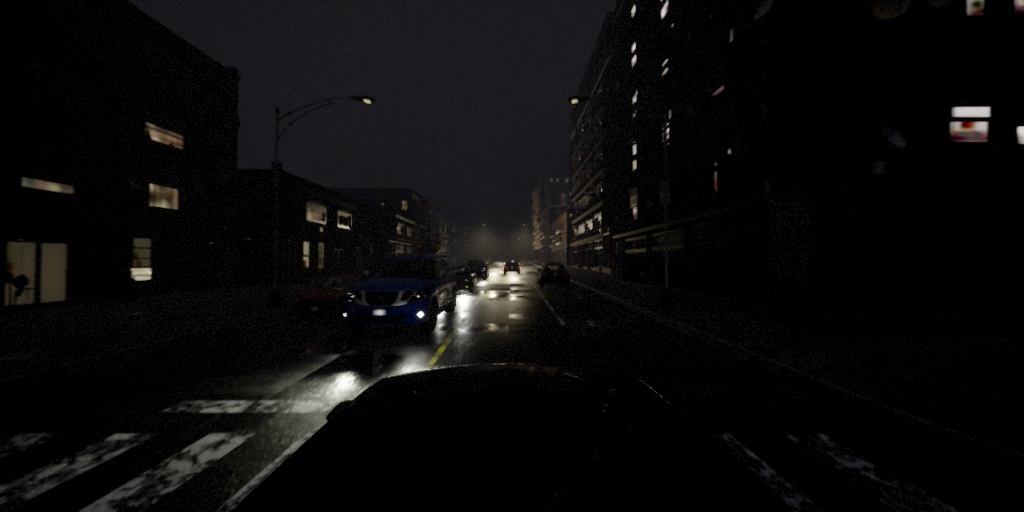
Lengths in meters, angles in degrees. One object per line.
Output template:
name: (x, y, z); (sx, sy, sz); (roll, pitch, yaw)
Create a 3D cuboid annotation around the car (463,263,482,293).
car: (-3.074, 1.313, 20.856); (1.994, 1.385, 4.181); (0, 0, 1)

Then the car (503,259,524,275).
car: (0.000, 1.297, 39.955); (2.033, 1.411, 5.357); (0, 0, 0)

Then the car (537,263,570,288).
car: (2.691, 1.189, 24.131); (1.967, 1.591, 4.097); (0, 0, 0)

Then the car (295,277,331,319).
car: (-5.766, 1.294, 12.701); (1.888, 1.381, 4.507); (0, 0, 0)

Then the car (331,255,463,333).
car: (-3.089, 0.971, 11.153); (2.150, 2.045, 5.566); (0, 0, 0)

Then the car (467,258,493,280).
car: (-3.079, 1.101, 30.702); (2.097, 1.767, 4.553); (0, 0, 0)
